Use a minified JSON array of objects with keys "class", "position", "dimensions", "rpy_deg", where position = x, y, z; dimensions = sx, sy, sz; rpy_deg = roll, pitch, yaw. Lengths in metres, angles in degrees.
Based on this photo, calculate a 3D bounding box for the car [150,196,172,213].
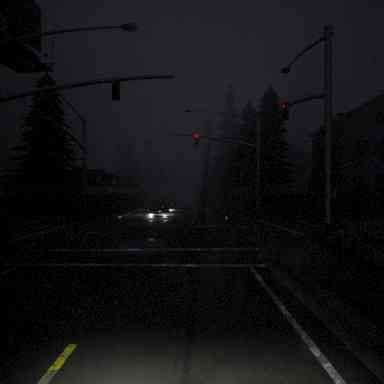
[{"class":"car","position":[-3.600,1.505,37.429],"dimensions":[1.837,1.490,4.892],"rpy_deg":[0,0,0]}]

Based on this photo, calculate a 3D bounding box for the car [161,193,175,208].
[{"class":"car","position":[-3.589,1.221,47.894],"dimensions":[2.150,2.045,5.566],"rpy_deg":[0,0,1]}]
